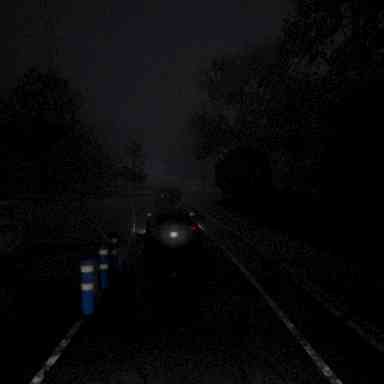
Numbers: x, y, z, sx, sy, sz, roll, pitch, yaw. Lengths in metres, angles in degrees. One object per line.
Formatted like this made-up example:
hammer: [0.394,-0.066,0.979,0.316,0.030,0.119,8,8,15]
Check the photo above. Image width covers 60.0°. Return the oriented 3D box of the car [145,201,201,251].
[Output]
car: [-0.810,1.313,13.064,1.994,1.385,4.181,0,2,-6]

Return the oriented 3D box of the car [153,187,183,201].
car: [-2.199,0.225,31.613,2.033,1.411,5.357,0,4,9]
